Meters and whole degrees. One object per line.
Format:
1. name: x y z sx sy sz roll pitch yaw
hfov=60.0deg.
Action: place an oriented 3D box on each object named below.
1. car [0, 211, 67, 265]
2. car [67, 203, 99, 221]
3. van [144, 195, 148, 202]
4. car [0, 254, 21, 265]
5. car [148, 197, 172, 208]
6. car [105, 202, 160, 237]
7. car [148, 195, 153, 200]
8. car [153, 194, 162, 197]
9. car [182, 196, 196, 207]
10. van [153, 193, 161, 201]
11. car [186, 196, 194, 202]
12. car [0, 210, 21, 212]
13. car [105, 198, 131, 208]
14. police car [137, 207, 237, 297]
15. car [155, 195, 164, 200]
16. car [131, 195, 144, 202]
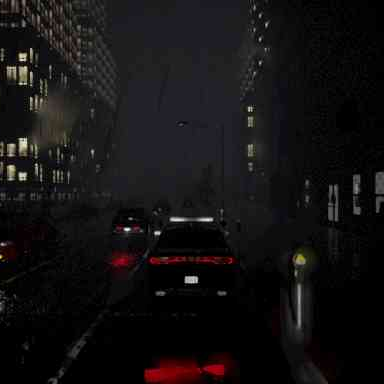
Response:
1. car: -6.245 1.563 11.580 1.994 1.385 4.181 0 0 0
2. car: -8.832 1.575 27.183 1.802 1.307 4.206 0 0 0
3. van: -8.832 1.315 55.646 1.690 1.788 3.998 0 0 0
4. car: -3.045 1.491 1.357 2.128 1.511 4.902 0 0 0
5. car: -3.145 1.514 34.928 1.812 1.442 4.674 0 0 0
6. car: -3.045 1.501 18.066 1.837 1.490 4.892 0 0 0
7. car: -8.832 1.551 61.338 1.802 1.307 4.206 0 0 0
8. car: -8.832 1.391 78.413 1.967 1.590 4.097 0 0 0
9. car: -0.452 1.548 44.248 1.947 1.339 4.313 0 0 0
10. van: -8.831 1.286 84.106 1.690 1.788 3.998 0 0 0
11. car: -0.452 1.533 78.399 1.802 1.307 4.206 0 0 0
12. car: -8.833 1.563 15.800 1.947 1.339 4.313 0 0 0
13. car: -8.833 1.537 38.569 2.008 1.369 4.403 0 0 0
14. police car: -0.012 1.424 8.759 1.930 1.638 5.238 0 0 0
15. car: -8.832 1.504 89.799 1.947 1.339 4.313 0 0 0
16. car: -8.833 1.523 49.953 1.887 1.381 4.507 0 0 0
